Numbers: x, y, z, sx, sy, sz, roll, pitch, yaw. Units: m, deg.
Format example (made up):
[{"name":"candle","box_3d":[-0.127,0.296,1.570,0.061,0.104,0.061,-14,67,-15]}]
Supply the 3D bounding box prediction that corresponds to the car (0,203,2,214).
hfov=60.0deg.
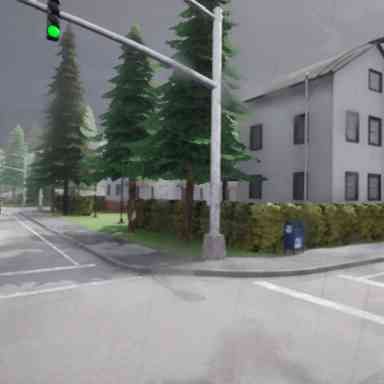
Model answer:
[{"name":"car","box_3d":[-22.320,1.633,36.974,1.837,1.490,4.892,1,-1,-34]}]
